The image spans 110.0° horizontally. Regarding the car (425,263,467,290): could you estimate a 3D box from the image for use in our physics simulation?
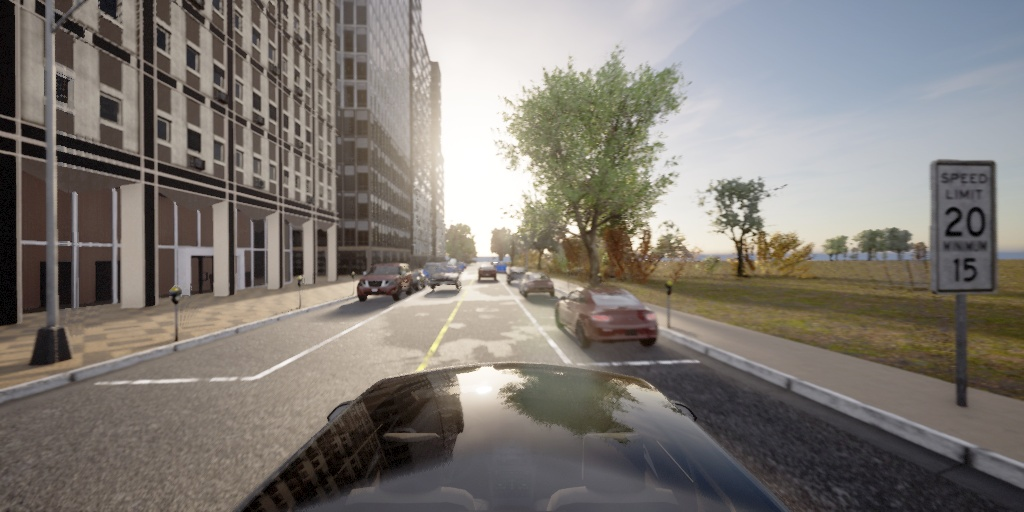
[{"bbox_3d":[-4.443,1.410,24.920,2.033,1.411,5.357,0,-1,-4],"label":"car"}]

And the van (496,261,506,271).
[{"bbox_3d":[-1.710,1.791,58.914,1.690,1.789,3.998,0,0,-4],"label":"van"}]

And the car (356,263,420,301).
[{"bbox_3d":[-6.687,1.332,19.475,2.192,1.841,5.009,0,0,-4],"label":"car"}]

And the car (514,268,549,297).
[{"bbox_3d":[1.345,1.543,20.250,1.802,1.307,4.207,0,0,-4],"label":"car"}]

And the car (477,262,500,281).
[{"bbox_3d":[-2.541,1.670,36.884,1.882,1.535,5.008,0,-1,-4],"label":"car"}]

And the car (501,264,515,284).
[{"bbox_3d":[0.407,1.651,31.292,2.007,1.370,4.403,0,0,-4],"label":"car"}]

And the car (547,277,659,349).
[{"bbox_3d":[2.228,1.403,9.202,1.802,1.307,4.207,0,0,-4],"label":"car"}]

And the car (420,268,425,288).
[{"bbox_3d":[-7.065,1.652,25.009,1.948,1.339,4.313,0,0,-4],"label":"car"}]

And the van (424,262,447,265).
[{"bbox_3d":[-7.864,1.567,36.074,1.690,1.789,3.998,0,0,-4],"label":"van"}]
